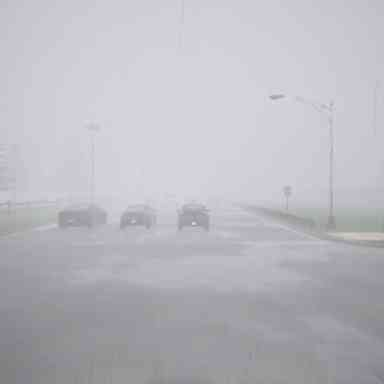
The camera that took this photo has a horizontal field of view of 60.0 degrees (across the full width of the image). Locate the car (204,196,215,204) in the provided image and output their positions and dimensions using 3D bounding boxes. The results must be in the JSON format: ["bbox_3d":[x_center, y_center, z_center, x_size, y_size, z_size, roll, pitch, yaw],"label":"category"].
[{"bbox_3d":[3.474,1.501,65.620,1.882,1.535,5.008,0,0,0],"label":"car"}]

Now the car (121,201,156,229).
[{"bbox_3d":[-3.424,1.534,21.702,1.812,1.442,4.674,0,0,0],"label":"car"}]

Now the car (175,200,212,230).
[{"bbox_3d":[0.091,1.513,21.190,1.837,1.490,4.892,0,0,0],"label":"car"}]

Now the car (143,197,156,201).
[{"bbox_3d":[-7.022,1.568,55.196,2.033,1.411,5.357,0,0,0],"label":"car"}]

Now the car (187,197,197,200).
[{"bbox_3d":[-0.022,1.499,55.199,1.882,1.535,5.008,0,0,0],"label":"car"}]

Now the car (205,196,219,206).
[{"bbox_3d":[3.478,1.585,55.617,1.994,1.385,4.181,0,0,0],"label":"car"}]

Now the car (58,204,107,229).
[{"bbox_3d":[-6.909,1.486,21.531,1.882,1.535,5.008,0,0,0],"label":"car"}]

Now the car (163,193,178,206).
[{"bbox_3d":[-3.522,1.243,55.228,2.150,2.045,5.566,0,0,0],"label":"car"}]
